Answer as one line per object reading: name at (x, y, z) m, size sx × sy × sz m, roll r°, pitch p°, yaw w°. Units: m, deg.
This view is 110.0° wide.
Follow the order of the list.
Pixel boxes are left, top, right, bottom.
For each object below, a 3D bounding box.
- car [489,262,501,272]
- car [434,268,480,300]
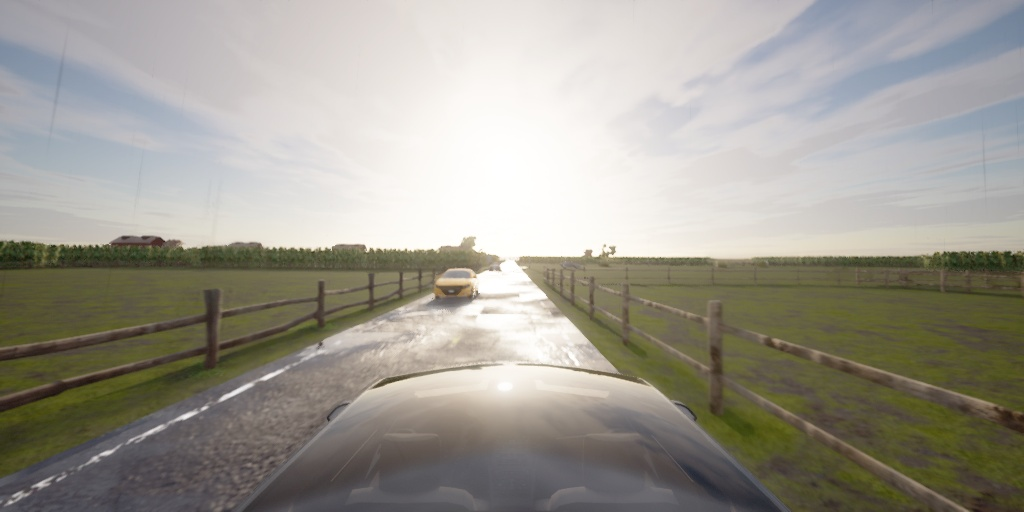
car at (-2.808, 1.836, 60.402) m, size 2.128 × 1.511 × 4.902 m, roll 0°, pitch -1°, yaw 0°
car at (-2.853, 1.411, 19.333) m, size 1.882 × 1.535 × 5.008 m, roll 0°, pitch -1°, yaw 0°
